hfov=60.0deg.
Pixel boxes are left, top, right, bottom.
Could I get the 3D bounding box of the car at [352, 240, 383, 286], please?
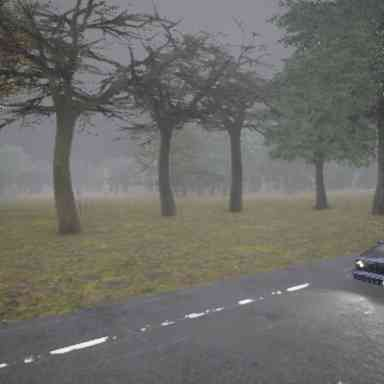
[{"bbox_3d":[6.296,1.516,8.480,5.357,1.411,2.033,-1,0,-35],"label":"car"}]
